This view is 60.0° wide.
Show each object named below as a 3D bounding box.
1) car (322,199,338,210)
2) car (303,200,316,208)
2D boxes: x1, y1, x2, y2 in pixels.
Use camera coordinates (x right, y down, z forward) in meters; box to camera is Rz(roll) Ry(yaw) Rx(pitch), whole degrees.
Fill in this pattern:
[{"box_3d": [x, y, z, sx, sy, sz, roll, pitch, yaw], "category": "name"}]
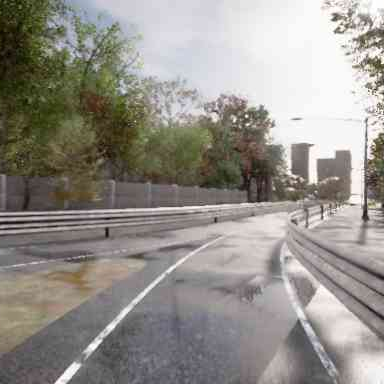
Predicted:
[{"box_3d": [24.499, 2.484, 59.670, 1.895, 1.301, 4.718, 1, -1, 27], "category": "car"}, {"box_3d": [21.783, 2.316, 61.514, 1.882, 1.535, 5.008, 1, -1, 27], "category": "car"}]
